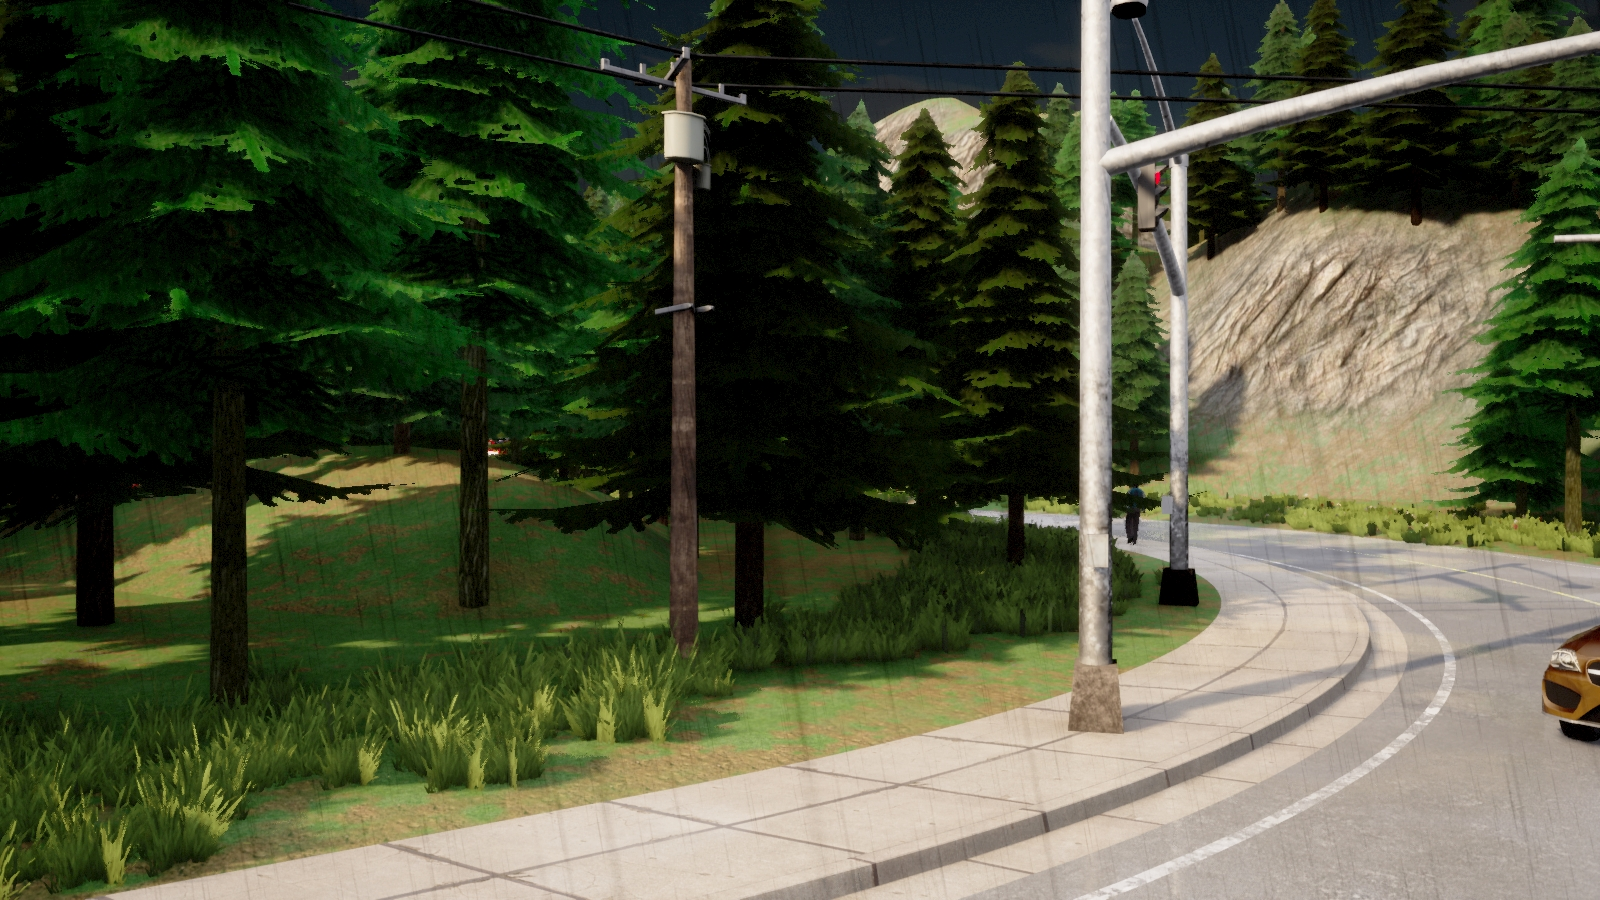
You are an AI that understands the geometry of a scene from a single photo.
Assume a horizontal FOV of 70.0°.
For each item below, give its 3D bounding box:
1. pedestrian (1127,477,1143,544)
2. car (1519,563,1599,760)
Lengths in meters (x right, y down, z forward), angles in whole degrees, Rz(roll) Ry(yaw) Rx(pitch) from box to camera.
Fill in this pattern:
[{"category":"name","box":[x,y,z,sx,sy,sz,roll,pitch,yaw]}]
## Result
[{"category":"pedestrian","box":[9.274,1.669,31.637,0.375,1.860,0.375,0,0,5]},{"category":"car","box":[9.577,1.970,11.147,5.027,1.651,2.152,0,0,-29]}]
